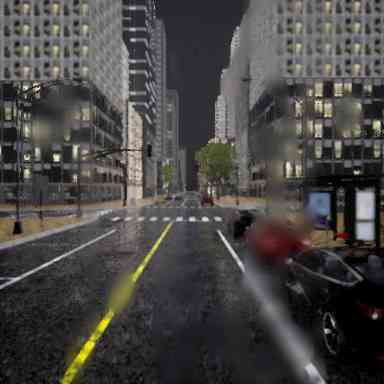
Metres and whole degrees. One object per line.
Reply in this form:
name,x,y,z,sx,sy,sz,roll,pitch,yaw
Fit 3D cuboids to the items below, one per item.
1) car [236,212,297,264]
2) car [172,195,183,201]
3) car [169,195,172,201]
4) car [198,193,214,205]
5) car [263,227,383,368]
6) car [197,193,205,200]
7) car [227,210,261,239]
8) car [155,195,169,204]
car,2.800,1.574,11.450,1.802,1.307,4.206,-1,0,0
car,-3.164,1.482,79.258,1.994,1.385,4.181,0,0,0
car,-5.873,1.490,84.233,1.947,1.339,4.313,0,0,0
car,2.578,1.270,56.064,2.192,1.841,5.009,0,0,0
car,2.739,1.562,5.766,1.947,1.339,4.313,-1,0,0
car,2.476,1.224,95.547,2.192,1.841,5.009,0,0,0
car,2.821,1.553,17.135,1.947,1.339,4.313,-1,0,0
car,-5.816,1.475,61.509,1.752,1.417,4.829,0,0,0
